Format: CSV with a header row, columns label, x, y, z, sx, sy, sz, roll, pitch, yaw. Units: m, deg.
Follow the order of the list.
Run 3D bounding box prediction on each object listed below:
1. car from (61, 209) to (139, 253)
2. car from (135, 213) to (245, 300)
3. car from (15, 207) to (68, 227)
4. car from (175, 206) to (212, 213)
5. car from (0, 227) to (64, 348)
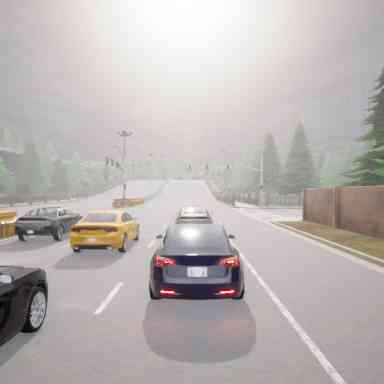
label,x,y,z,sx,sy,sz,roll,pitch,yaw
car,-3.404,1.478,13.777,1.882,1.535,5.008,0,0,0
car,0.098,1.503,8.423,2.163,1.488,4.792,0,0,0
car,-6.905,1.491,16.624,2.128,1.511,4.902,0,0,0
car,0.093,1.491,17.514,2.128,1.511,4.902,0,0,0
car,-3.400,1.478,3.760,1.882,1.535,5.008,0,0,0
